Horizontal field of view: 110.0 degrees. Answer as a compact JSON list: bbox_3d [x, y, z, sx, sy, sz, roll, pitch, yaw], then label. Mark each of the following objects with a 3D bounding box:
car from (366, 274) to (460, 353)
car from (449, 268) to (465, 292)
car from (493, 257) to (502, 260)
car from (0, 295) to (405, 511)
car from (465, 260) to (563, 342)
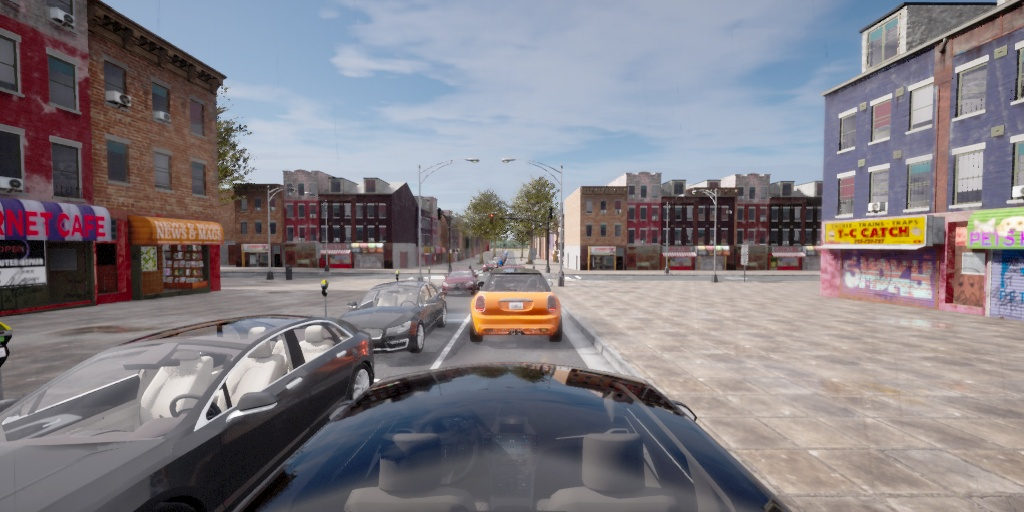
[{"bbox_3d":[-2.653,1.299,8.596,2.007,1.370,4.403,0,0,0],"label":"car"},{"bbox_3d":[-2.673,1.337,19.490,1.802,1.307,4.207,0,0,0],"label":"car"},{"bbox_3d":[-2.722,1.246,46.265,1.967,1.591,4.097,0,0,0],"label":"car"},{"bbox_3d":[-2.643,1.300,3.147,2.007,1.370,4.403,0,0,0],"label":"car"},{"bbox_3d":[0.085,1.101,9.905,2.097,1.767,4.553,0,0,0],"label":"car"}]
